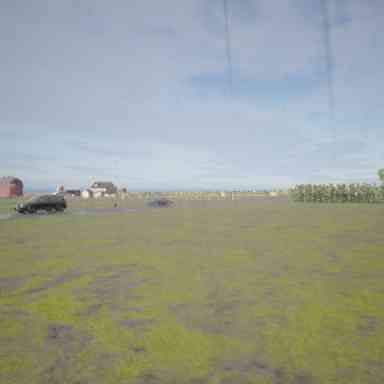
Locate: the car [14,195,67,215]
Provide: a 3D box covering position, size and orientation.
[{"bbox_3d":[-16.659,1.355,37.015,2.150,2.045,5.566,0,0,34],"label":"car"}]

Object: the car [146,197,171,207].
[{"bbox_3d":[-5.390,1.632,53.742,1.837,1.490,4.892,0,0,34],"label":"car"}]
